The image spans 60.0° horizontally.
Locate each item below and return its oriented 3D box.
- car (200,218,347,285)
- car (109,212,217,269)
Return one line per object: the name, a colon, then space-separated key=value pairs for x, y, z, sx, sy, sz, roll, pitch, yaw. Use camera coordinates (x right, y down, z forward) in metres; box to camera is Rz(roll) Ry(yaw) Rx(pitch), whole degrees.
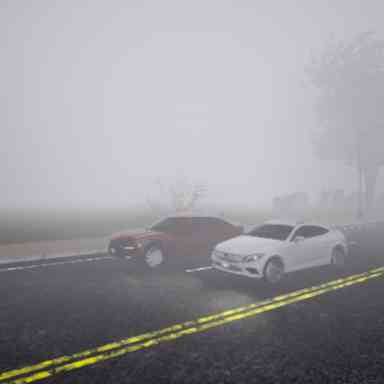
car: x=2.709 y=1.544 z=9.683 sx=4.674 sy=1.442 sz=1.812 roll=0 pitch=0 yaw=-36
car: x=-0.353 y=1.496 z=11.466 sx=5.008 sy=1.535 sz=1.882 roll=0 pitch=0 yaw=-36
